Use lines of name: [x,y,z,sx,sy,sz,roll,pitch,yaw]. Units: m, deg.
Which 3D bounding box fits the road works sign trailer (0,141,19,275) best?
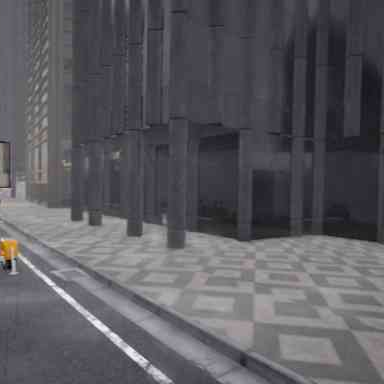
road works sign trailer: [-6.193,0.296,8.835,2.380,3.560,2.880,0,1,-42]
